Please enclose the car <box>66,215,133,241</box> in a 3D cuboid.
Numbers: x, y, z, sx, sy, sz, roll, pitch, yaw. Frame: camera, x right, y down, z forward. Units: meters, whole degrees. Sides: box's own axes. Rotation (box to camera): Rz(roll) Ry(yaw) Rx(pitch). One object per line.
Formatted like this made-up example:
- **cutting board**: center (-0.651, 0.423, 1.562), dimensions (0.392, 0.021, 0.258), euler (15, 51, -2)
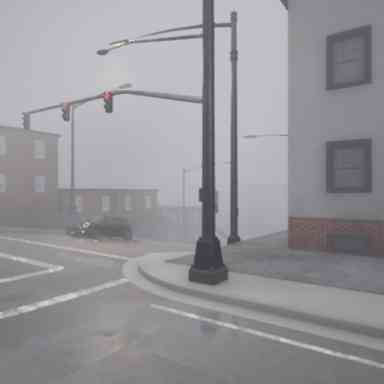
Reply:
- **car**: center (-6.197, 2.343, 22.861), dimensions (2.097, 1.767, 4.553), euler (0, -9, 36)
